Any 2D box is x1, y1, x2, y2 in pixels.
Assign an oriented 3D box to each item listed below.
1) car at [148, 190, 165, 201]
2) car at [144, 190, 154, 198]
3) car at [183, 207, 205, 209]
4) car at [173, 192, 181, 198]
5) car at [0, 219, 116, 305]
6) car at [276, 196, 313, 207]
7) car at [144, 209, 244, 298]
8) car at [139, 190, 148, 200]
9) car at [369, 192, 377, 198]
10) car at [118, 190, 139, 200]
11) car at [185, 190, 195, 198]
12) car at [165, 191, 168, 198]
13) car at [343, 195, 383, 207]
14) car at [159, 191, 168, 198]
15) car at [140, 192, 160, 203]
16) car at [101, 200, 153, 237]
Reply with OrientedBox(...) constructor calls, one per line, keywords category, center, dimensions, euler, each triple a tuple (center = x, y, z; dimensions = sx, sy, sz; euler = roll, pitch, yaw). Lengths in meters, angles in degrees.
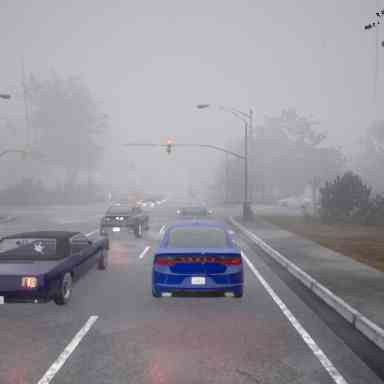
OrientedBox(category="car", center=(-6.951, 0.956, 64.262), dimensions=(1.882, 1.535, 5.008), euler=(0, 1, 0))
OrientedBox(category="car", center=(-10.774, 0.445, 84.223), dimensions=(2.150, 2.045, 5.566), euler=(0, 1, -3))
OrientedBox(category="car", center=(0.130, 1.458, 17.513), dimensions=(1.994, 1.385, 4.181), euler=(0, 0, 0))
OrientedBox(category="car", center=(-3.839, 0.741, 85.603), dimensions=(2.033, 1.411, 5.357), euler=(0, 1, -4))
OrientedBox(category="car", center=(-3.385, 1.573, 7.986), dimensions=(1.895, 1.301, 4.718), euler=(0, 0, 0))
OrientedBox(category="car", center=(13.186, 1.200, 42.753), dimensions=(4.674, 1.442, 1.812), euler=(0, 0, -3))
OrientedBox(category="car", center=(0.116, 1.446, 8.531), dimensions=(1.882, 1.535, 5.008), euler=(0, 0, 0))
OrientedBox(category="car", center=(-10.449, 0.709, 63.428), dimensions=(2.150, 2.045, 5.566), euler=(0, 1, 0))
OrientedBox(category="car", center=(17.007, 0.987, 32.246), dimensions=(5.566, 2.045, 2.150), euler=(0, 1, -3))
OrientedBox(category="car", center=(-10.524, 0.930, 53.845), dimensions=(2.097, 1.767, 4.553), euler=(0, 0, 1))
OrientedBox(category="car", center=(-0.322, 0.419, 85.404), dimensions=(2.150, 2.045, 5.566), euler=(0, 1, -4))
OrientedBox(category="car", center=(-6.968, 0.957, 74.287), dimensions=(1.895, 1.301, 4.718), euler=(0, 1, -1))
OrientedBox(category="car", center=(22.488, 1.174, 43.265), dimensions=(4.892, 1.490, 1.837), euler=(0, 1, -3))
OrientedBox(category="car", center=(-7.284, 0.571, 84.521), dimensions=(2.097, 1.767, 4.553), euler=(0, 1, -3))
OrientedBox(category="car", center=(-6.995, 1.127, 55.454), dimensions=(1.994, 1.385, 4.181), euler=(0, 1, 0))
OrientedBox(category="car", center=(-3.370, 1.402, 17.237), dimensions=(1.837, 1.490, 4.892), euler=(0, 0, 0))
